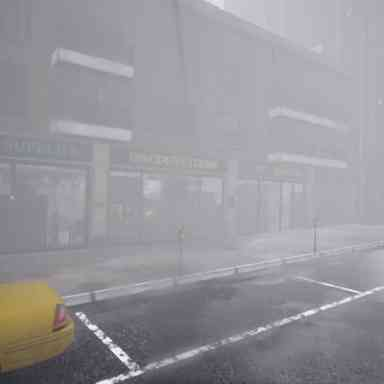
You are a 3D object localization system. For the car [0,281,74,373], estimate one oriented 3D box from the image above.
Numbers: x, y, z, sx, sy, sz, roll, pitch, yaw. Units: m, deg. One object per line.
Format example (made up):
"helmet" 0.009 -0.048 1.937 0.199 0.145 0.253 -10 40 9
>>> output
"car" -3.789 1.525 3.368 4.829 1.417 1.752 0 2 -35
